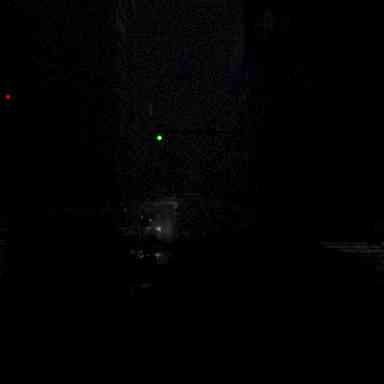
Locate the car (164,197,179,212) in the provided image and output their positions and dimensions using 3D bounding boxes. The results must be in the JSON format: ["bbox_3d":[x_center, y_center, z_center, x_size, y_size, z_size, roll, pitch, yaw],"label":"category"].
[{"bbox_3d":[-3.042,1.769,47.325,2.150,2.045,5.566,0,-1,0],"label":"car"}]

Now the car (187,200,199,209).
[{"bbox_3d":[0.173,2.213,57.515,2.033,1.411,5.357,0,-1,0],"label":"car"}]

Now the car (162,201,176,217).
[{"bbox_3d":[-3.067,2.026,36.731,1.895,1.301,4.718,0,-1,0],"label":"car"}]

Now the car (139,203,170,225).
[{"bbox_3d":[-3.073,1.836,26.772,1.812,1.442,4.674,0,-1,0],"label":"car"}]
